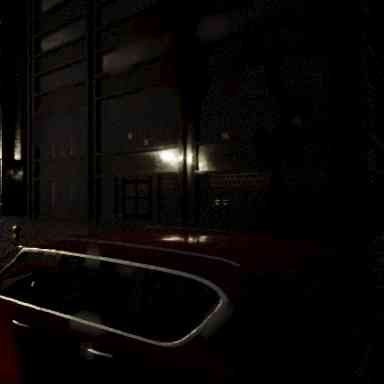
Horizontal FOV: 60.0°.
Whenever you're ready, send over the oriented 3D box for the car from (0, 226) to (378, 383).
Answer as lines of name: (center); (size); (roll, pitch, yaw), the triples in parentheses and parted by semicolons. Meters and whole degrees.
car: (-0.823, 1.317, 3.548); (5.009, 1.841, 2.192); (0, 0, 35)
